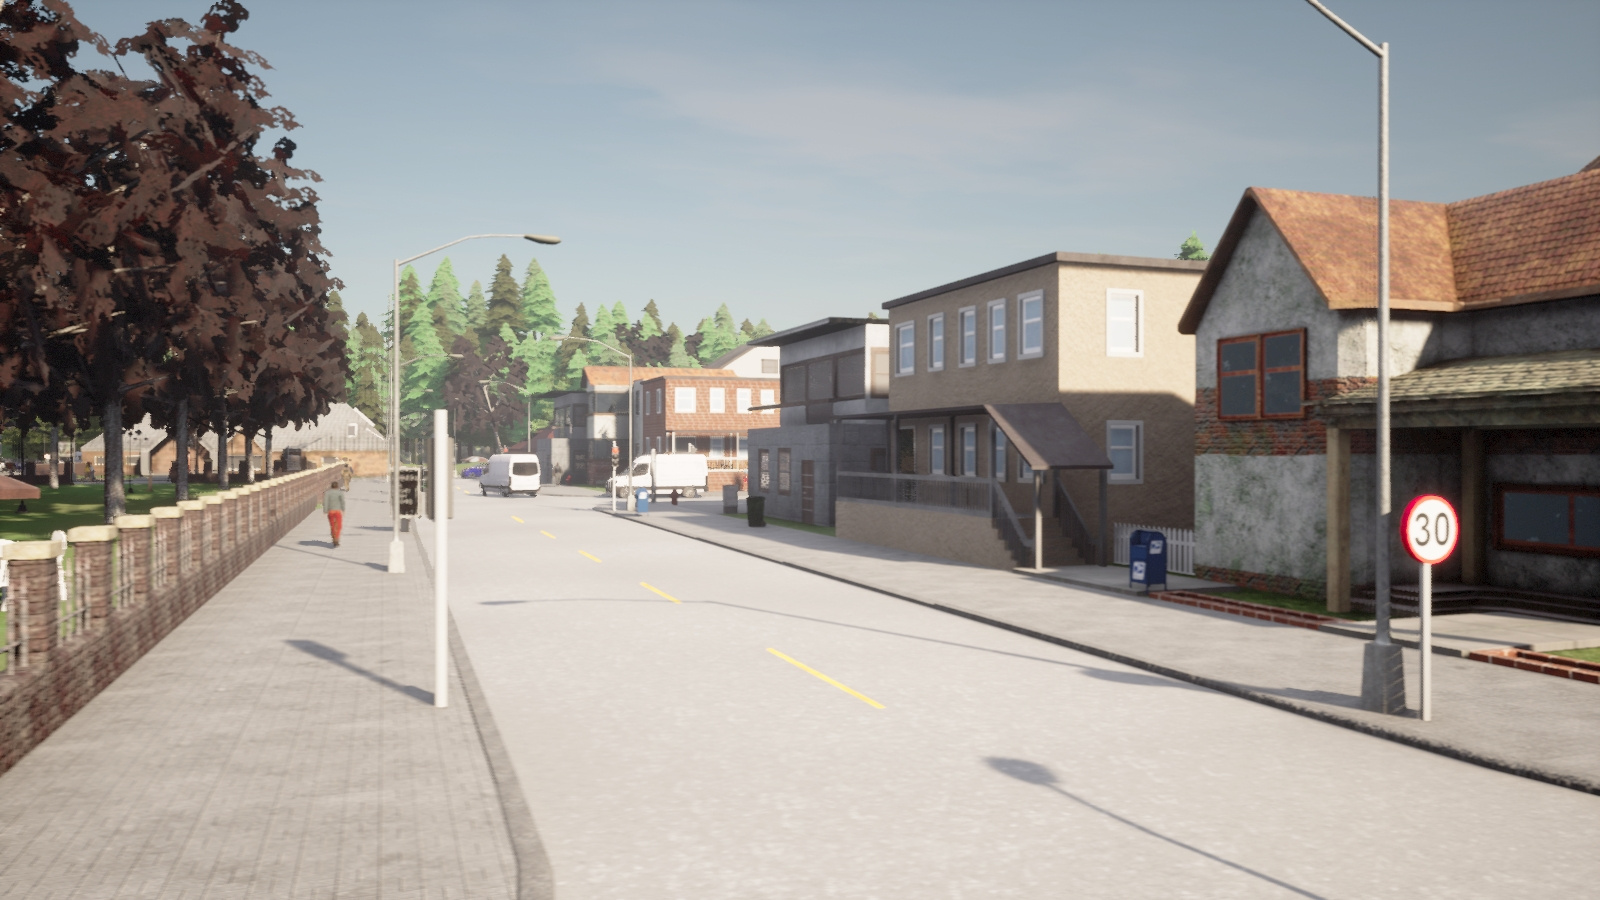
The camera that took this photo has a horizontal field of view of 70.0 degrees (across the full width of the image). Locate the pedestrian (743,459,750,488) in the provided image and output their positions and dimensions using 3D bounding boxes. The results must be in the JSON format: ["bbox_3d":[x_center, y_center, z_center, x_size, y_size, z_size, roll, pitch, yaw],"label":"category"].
[{"bbox_3d":[-3.447,1.515,73.790,0.375,1.860,0.375,0,0,-18],"label":"pedestrian"}]

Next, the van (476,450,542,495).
[{"bbox_3d":[-17.666,1.315,69.224,1.988,2.561,5.915,0,0,-34],"label":"van"}]

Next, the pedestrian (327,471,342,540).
[{"bbox_3d":[-12.784,1.525,31.378,0.375,1.860,0.375,0,0,-18],"label":"pedestrian"}]

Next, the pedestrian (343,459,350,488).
[{"bbox_3d":[-29.022,1.525,73.147,0.375,1.860,0.375,0,0,-20],"label":"pedestrian"}]

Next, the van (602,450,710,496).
[{"bbox_3d":[-8.382,1.315,66.437,5.915,2.561,1.988,0,0,-19],"label":"van"}]
